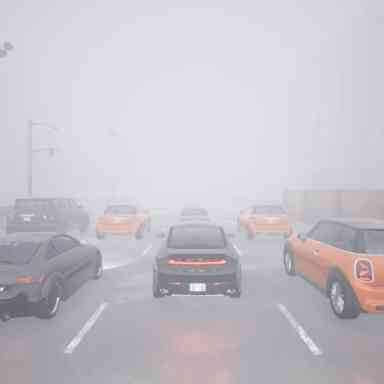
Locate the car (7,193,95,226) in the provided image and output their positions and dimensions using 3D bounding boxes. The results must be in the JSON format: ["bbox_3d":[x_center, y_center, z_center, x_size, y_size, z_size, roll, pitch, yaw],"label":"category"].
[{"bbox_3d":[-6.892,1.222,16.586,2.150,2.045,5.566,0,0,0],"label":"car"}]

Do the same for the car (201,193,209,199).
[{"bbox_3d":[3.842,1.242,93.991,1.994,1.385,4.181,0,1,1],"label":"car"}]

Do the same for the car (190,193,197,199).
[{"bbox_3d":[0.338,1.170,93.610,1.882,1.535,5.008,0,1,1],"label":"car"}]

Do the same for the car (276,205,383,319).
[{"bbox_3d":[3.604,1.352,7.517,2.097,1.767,4.553,0,0,0],"label":"car"}]

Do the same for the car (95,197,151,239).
[{"bbox_3d":[-3.391,1.352,17.325,2.097,1.767,4.553,0,0,0],"label":"car"}]

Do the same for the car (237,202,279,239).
[{"bbox_3d":[3.609,1.352,17.278,2.097,1.767,4.553,0,0,0],"label":"car"}]

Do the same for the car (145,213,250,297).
[{"bbox_3d":[0.105,1.505,8.533,1.837,1.490,4.892,0,0,0],"label":"car"}]

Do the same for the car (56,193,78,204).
[{"bbox_3d":[-24.414,1.198,65.321,2.150,2.045,5.566,0,0,0],"label":"car"}]

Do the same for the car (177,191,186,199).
[{"bbox_3d":[-3.162,1.192,93.644,1.837,1.490,4.892,0,1,1],"label":"car"}]

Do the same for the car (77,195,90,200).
[{"bbox_3d":[-27.739,1.410,85.104,1.895,1.301,4.718,0,1,1],"label":"car"}]

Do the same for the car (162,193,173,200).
[{"bbox_3d":[-6.716,1.335,87.563,1.994,1.385,4.181,0,1,1],"label":"car"}]

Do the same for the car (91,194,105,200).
[{"bbox_3d":[-24.234,1.332,85.740,2.128,1.511,4.902,0,1,1],"label":"car"}]

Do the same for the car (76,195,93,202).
[{"bbox_3d":[-24.326,1.435,75.437,2.128,1.511,4.902,0,0,1],"label":"car"}]

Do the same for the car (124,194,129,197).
[{"bbox_3d":[-17.240,1.339,85.045,1.812,1.442,4.674,0,1,1],"label":"car"}]

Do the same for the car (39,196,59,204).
[{"bbox_3d":[-27.916,1.569,65.081,1.895,1.301,4.718,0,0,0],"label":"car"}]

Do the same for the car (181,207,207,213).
[{"bbox_3d":[0.117,1.547,18.628,2.033,1.411,5.357,0,0,0],"label":"car"}]

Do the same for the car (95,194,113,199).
[{"bbox_3d":[-17.416,1.463,65.046,1.837,1.490,4.892,0,0,0],"label":"car"}]

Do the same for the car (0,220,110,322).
[{"bbox_3d":[-3.396,1.564,7.350,1.994,1.385,4.181,0,0,0],"label":"car"}]

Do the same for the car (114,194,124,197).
[{"bbox_3d":[-17.332,1.393,74.755,1.882,1.535,5.008,0,0,1],"label":"car"}]
